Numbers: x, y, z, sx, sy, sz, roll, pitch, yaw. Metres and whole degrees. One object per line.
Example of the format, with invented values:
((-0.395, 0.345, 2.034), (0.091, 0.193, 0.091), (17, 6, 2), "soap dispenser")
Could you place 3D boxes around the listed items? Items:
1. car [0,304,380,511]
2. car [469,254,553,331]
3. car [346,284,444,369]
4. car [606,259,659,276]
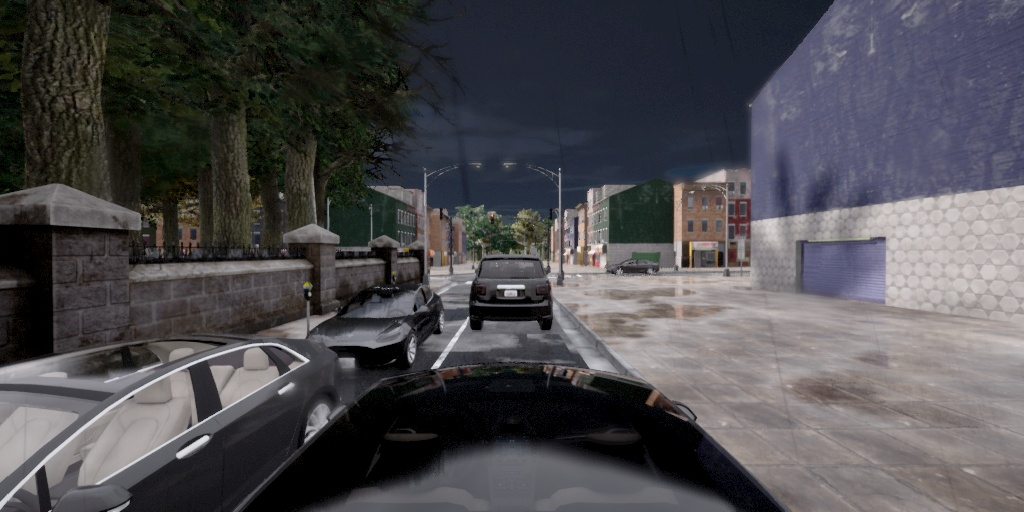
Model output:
((-2.641, 1.300, 2.145), (2.007, 1.370, 4.403), (0, 0, 0), "car")
((-0.010, 0.973, 11.099), (2.150, 2.045, 5.566), (0, 0, 0), "car")
((-2.633, 1.316, 7.834), (1.948, 1.339, 4.313), (0, 0, 0), "car")
((11.517, 1.080, 34.403), (4.892, 1.490, 1.837), (-1, 1, 0), "car")
